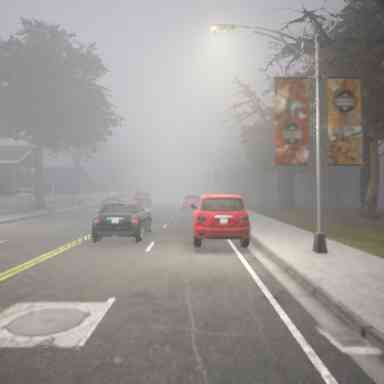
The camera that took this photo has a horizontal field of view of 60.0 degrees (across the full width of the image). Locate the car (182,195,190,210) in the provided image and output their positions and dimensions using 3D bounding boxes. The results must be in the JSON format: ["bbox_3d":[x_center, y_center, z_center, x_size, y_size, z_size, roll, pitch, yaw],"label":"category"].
[{"bbox_3d":[0.016,1.065,37.661,2.097,1.767,4.553,0,0,0],"label":"car"}]

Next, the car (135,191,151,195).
[{"bbox_3d":[-6.609,0.895,44.184,2.150,2.045,5.566,0,0,0],"label":"car"}]

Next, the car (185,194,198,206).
[{"bbox_3d":[-0.028,1.146,49.336,1.837,1.490,4.892,0,1,0],"label":"car"}]

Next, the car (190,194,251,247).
[{"bbox_3d":[1.128,1.104,14.486,2.150,2.045,5.566,0,0,0],"label":"car"}]

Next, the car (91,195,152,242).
[{"bbox_3d":[-3.158,1.221,15.777,2.097,1.767,4.553,0,0,0],"label":"car"}]

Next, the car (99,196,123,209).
[{"bbox_3d":[-9.861,1.255,40.878,1.994,1.385,4.181,0,0,0],"label":"car"}]
